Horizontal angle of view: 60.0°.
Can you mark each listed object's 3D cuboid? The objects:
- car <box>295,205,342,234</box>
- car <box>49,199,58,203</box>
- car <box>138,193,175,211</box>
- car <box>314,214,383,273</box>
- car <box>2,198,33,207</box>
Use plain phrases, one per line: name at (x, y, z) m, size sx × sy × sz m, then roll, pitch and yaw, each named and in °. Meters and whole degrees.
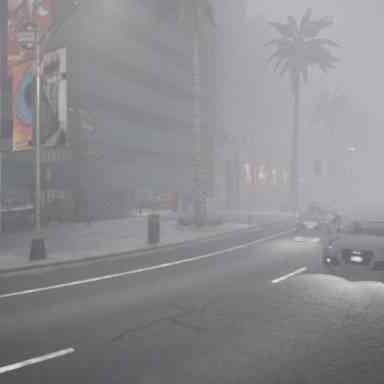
car at (7.360, 1.530, 19.002) m, size 2.128 × 1.511 × 4.902 m, roll 0°, pitch 0°, yaw 33°
car at (-20.060, 1.721, 49.685) m, size 1.895 × 1.301 × 4.718 m, roll 0°, pitch 0°, yaw 33°
car at (-4.130, 1.189, 40.248) m, size 2.435 × 2.045 × 5.566 m, roll 0°, pitch 0°, yaw 33°
car at (5.552, 1.580, 10.370) m, size 1.994 × 1.385 × 4.181 m, roll 0°, pitch 0°, yaw 37°
car at (-29.537, 1.733, 56.389) m, size 2.161 × 1.482 × 4.786 m, roll 0°, pitch 0°, yaw 33°
